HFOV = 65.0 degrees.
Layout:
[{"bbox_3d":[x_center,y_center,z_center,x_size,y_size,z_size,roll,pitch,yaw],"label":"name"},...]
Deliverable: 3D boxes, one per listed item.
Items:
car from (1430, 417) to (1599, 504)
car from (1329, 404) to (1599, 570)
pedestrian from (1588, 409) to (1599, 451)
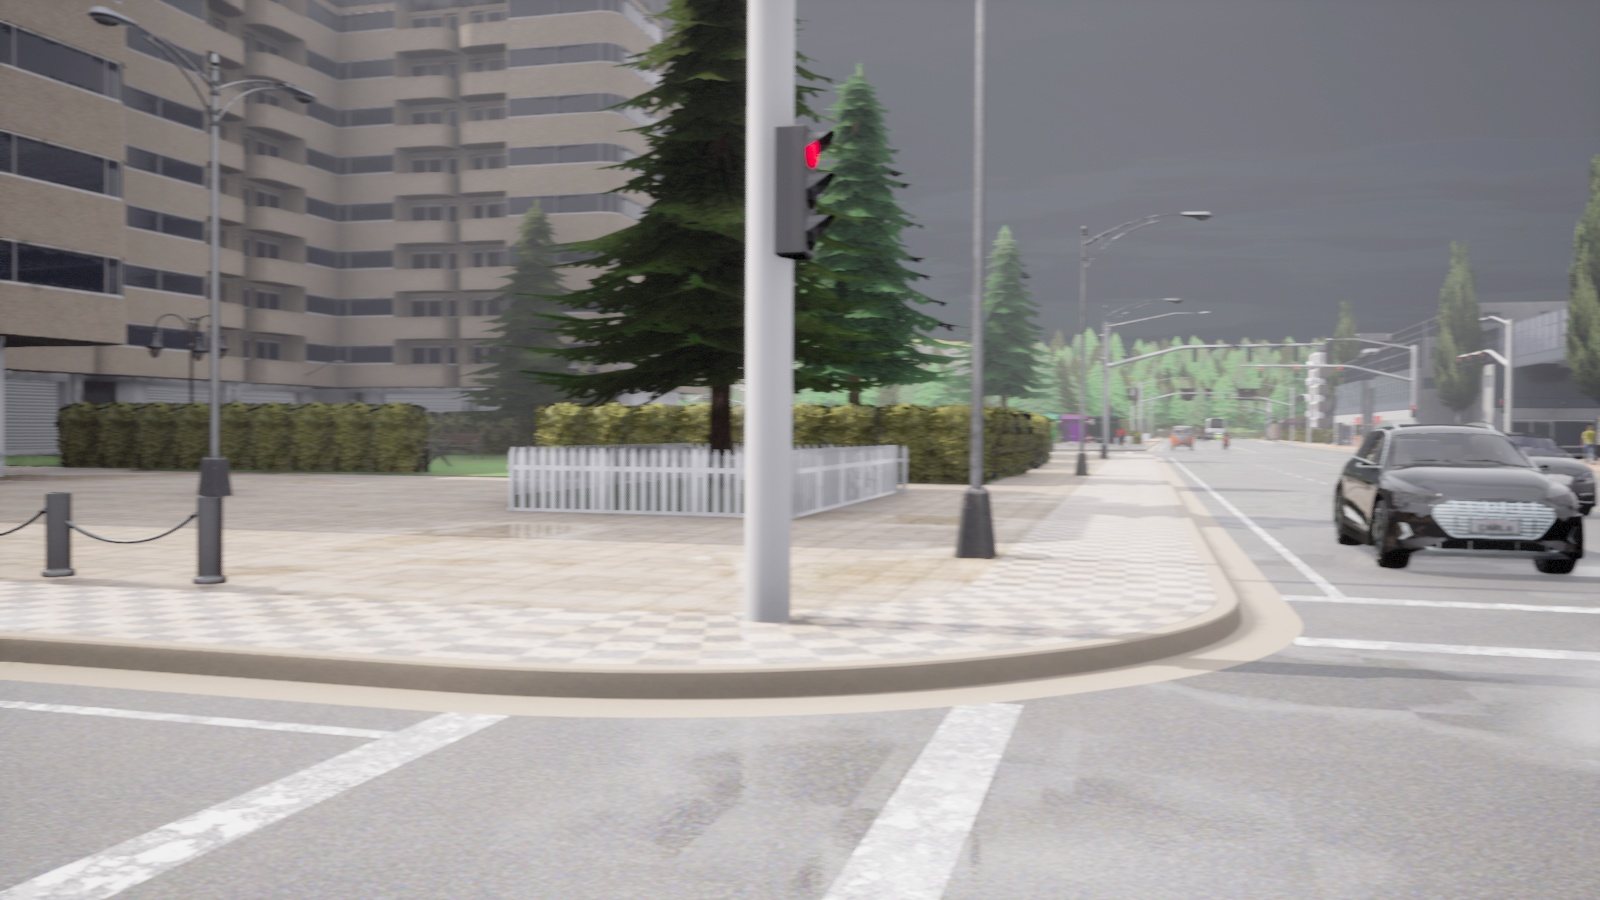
[{"bbox_3d":[13.973,0.136,24.426,2.128,1.511,4.902,0,1,15],"label":"car"},{"bbox_3d":[7.782,0.330,15.045,2.033,1.649,4.856,0,1,15],"label":"car"},{"bbox_3d":[35.280,-0.902,55.721,0.354,1.836,0.706,0,1,13],"label":"pedestrian"}]
